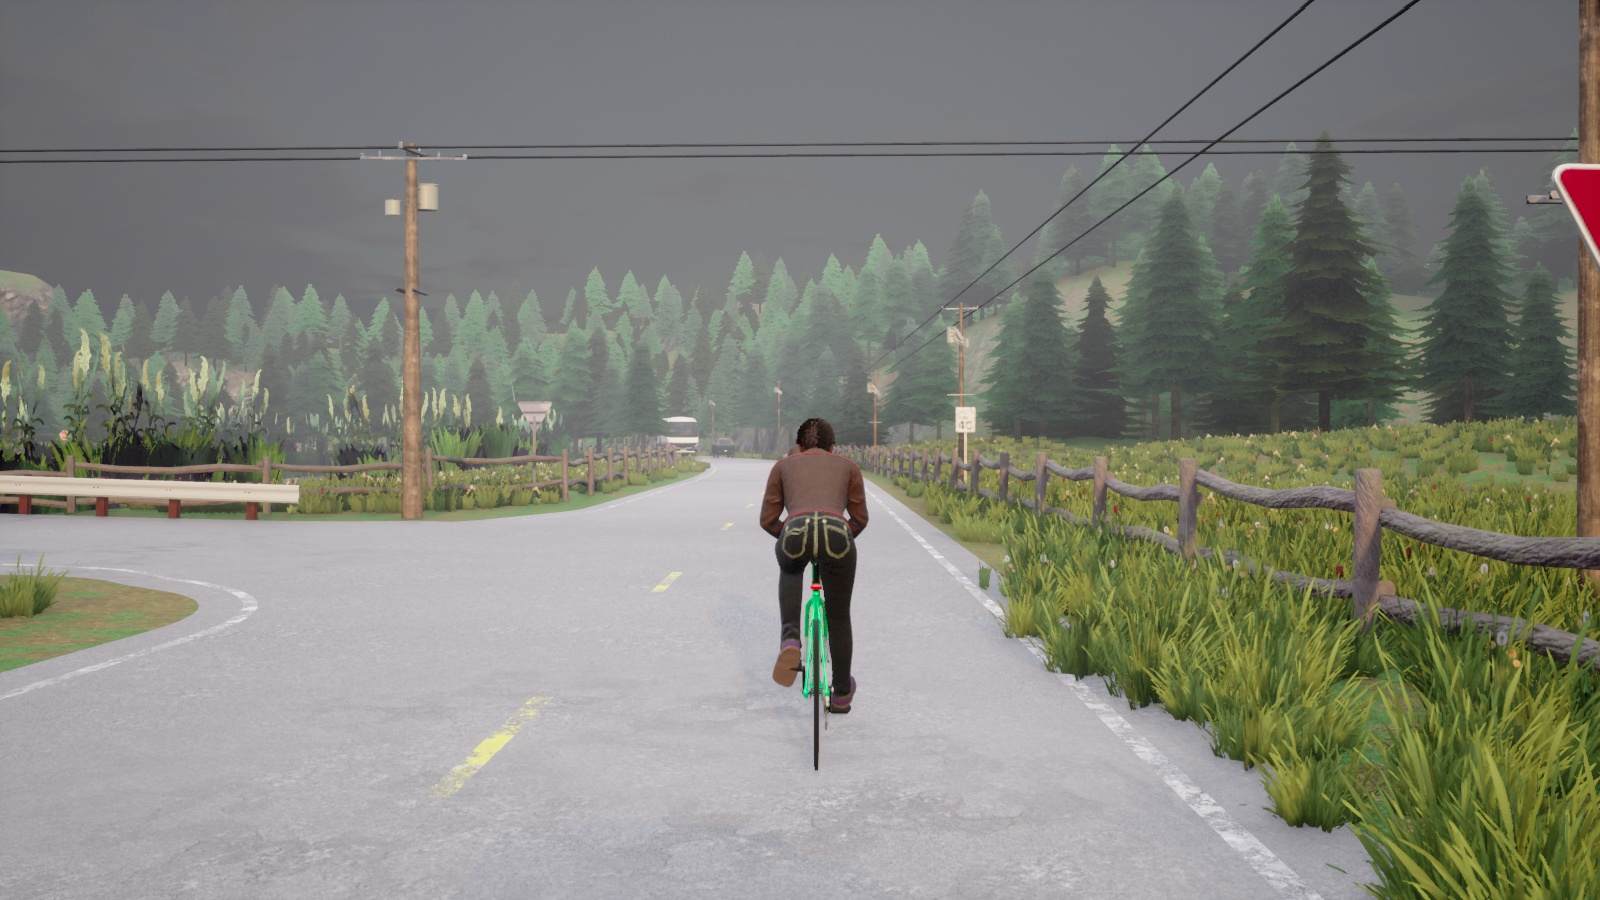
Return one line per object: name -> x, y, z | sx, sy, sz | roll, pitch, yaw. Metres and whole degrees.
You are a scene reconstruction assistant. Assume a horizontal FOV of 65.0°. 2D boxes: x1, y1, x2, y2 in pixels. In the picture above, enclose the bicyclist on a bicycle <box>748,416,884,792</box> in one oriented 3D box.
bicyclist on a bicycle -> 0.079, 0.664, 6.231 | 0.582, 1.620, 1.656 | 0, 0, 1
